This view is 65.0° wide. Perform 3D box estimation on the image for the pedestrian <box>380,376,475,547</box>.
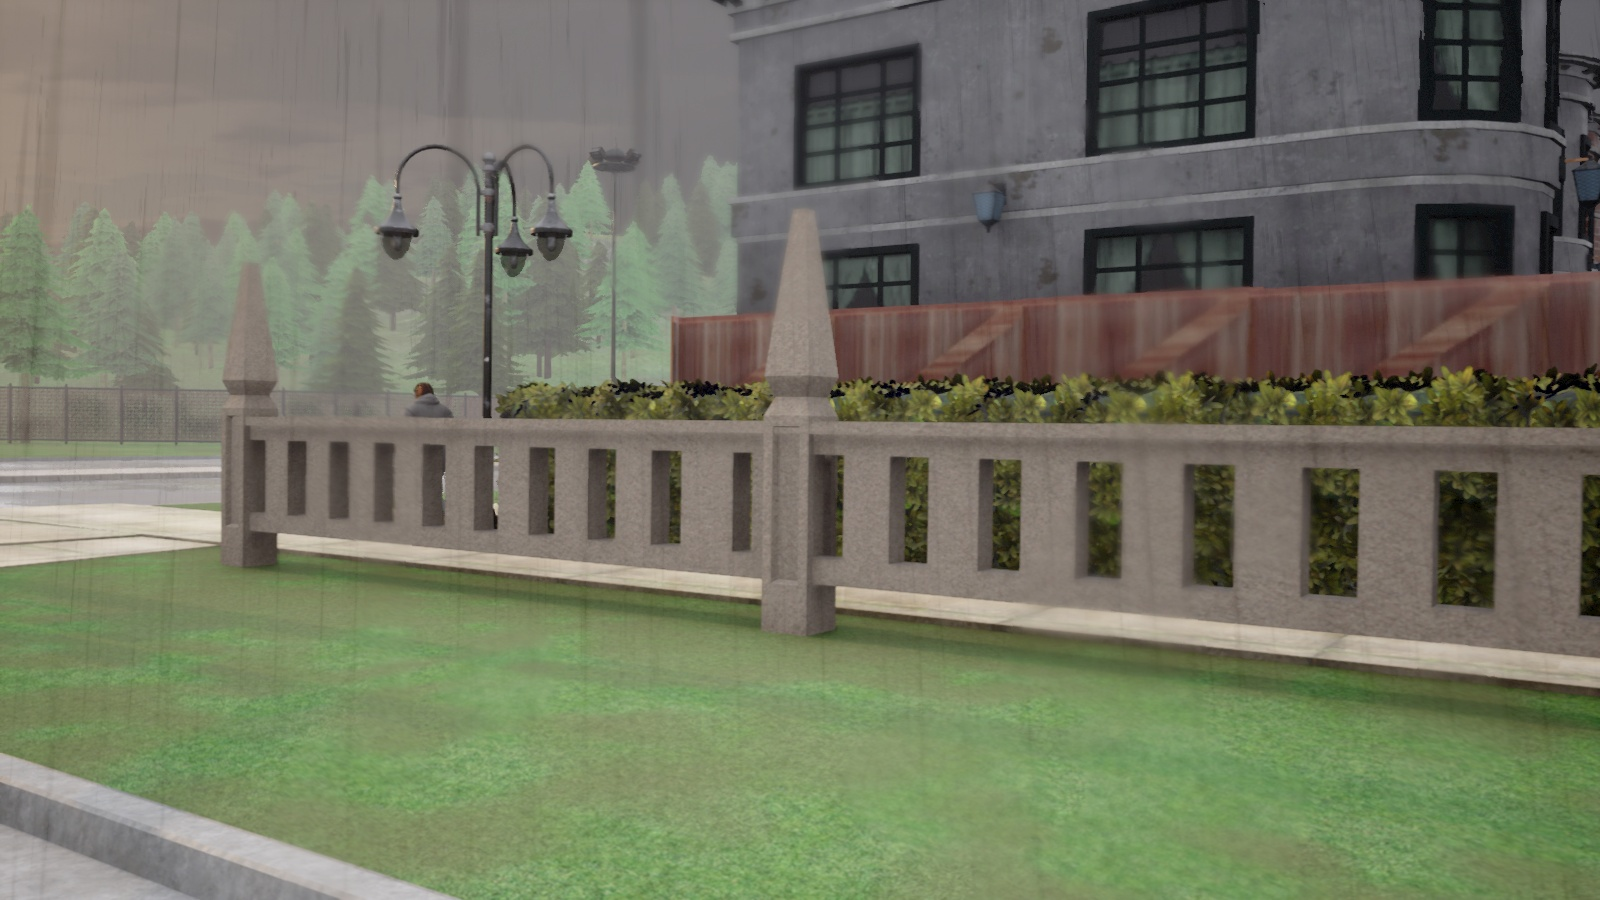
[{"bbox_3d":[-4.389,0.125,14.786,0.873,1.952,0.659,0,1,36],"label":"pedestrian"}]
